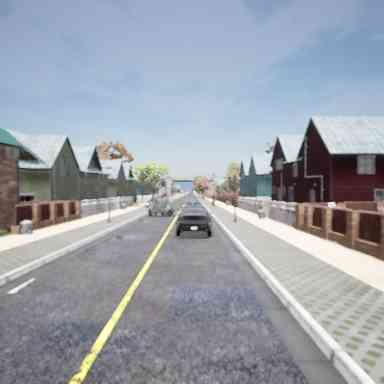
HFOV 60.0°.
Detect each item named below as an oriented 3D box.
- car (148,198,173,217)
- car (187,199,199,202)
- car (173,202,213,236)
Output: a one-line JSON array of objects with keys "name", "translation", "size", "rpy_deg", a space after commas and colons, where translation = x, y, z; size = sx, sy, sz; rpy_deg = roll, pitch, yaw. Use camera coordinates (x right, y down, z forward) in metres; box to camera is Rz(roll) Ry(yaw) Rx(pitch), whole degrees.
[{"name": "car", "translation": [-2.841, 1.351, 31.094], "size": [2.097, 1.767, 4.553], "rpy_deg": [0, 0, 0]}, {"name": "car", "translation": [0.106, 1.549, 42.555], "size": [2.033, 1.411, 5.357], "rpy_deg": [0, 0, 0]}, {"name": "car", "translation": [0.103, 1.501, 18.496], "size": [1.837, 1.490, 4.892], "rpy_deg": [0, 0, 0]}]
